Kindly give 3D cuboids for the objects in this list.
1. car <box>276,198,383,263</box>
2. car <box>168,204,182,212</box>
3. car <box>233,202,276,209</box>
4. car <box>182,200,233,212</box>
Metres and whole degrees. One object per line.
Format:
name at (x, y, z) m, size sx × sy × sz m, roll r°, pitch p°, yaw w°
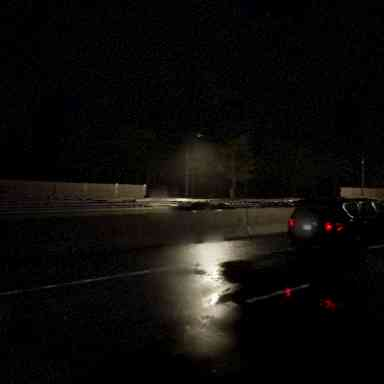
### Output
car at (5.886, 1.225, 12.248) m, size 5.566 × 2.045 × 2.150 m, roll 0°, pitch 0°, yaw -36°
car at (0.113, 1.501, 29.871) m, size 4.902 × 1.511 × 2.128 m, roll 0°, pitch 0°, yaw -35°
car at (5.851, 1.503, 25.365) m, size 4.902 × 1.511 × 2.128 m, roll 0°, pitch 0°, yaw -35°
car at (1.716, 1.572, 26.715) m, size 4.181 × 1.385 × 1.994 m, roll 0°, pitch 0°, yaw -35°
